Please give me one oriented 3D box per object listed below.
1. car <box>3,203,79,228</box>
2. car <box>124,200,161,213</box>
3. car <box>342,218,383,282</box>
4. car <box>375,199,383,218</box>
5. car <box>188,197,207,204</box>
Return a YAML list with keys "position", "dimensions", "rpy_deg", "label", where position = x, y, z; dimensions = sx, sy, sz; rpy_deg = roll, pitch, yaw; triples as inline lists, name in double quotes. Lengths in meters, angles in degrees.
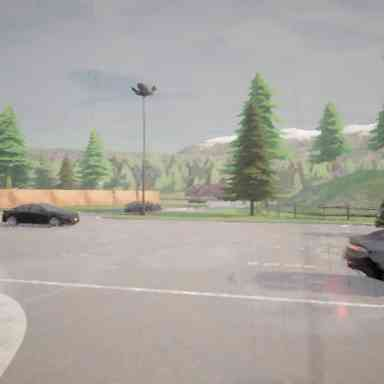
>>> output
- position: [-9.934, 1.485, 21.987]
  dimensions: [5.008, 1.535, 1.882]
  rpy_deg: [0, 0, 12]
  label: "car"
- position: [-5.557, 1.646, 37.536]
  dimensions: [4.181, 1.385, 1.994]
  rpy_deg: [0, 0, -37]
  label: "car"
- position: [6.214, 1.553, 7.844]
  dimensions: [4.902, 1.511, 2.128]
  rpy_deg: [0, 0, 12]
  label: "car"
- position: [12.583, 1.349, 17.231]
  dimensions: [5.566, 2.045, 2.150]
  rpy_deg: [0, 0, 12]
  label: "car"
- position: [1.103, 1.786, 69.720]
  dimensions: [4.181, 1.385, 1.994]
  rpy_deg: [0, 0, 44]
  label: "car"
